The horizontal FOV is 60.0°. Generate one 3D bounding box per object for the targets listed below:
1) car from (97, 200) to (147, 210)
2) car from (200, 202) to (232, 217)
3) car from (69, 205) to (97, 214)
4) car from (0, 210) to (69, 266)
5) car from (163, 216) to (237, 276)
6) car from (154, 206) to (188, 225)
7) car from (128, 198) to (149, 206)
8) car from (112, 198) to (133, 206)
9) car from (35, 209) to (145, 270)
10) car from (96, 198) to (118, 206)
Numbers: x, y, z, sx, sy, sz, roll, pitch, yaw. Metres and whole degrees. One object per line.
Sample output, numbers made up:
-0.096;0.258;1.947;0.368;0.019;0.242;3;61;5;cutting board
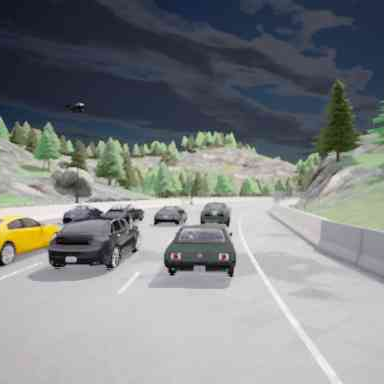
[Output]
-5.080;1.652;25.763;2.128;1.511;4.902;0;0;9;car
1.863;1.508;24.855;2.097;1.767;4.553;0;0;9;car
-8.503;1.729;26.498;1.994;1.385;4.181;0;0;9;car
-6.547;1.552;11.902;1.882;1.535;5.008;0;-1;5;car
0.366;1.668;10.601;1.895;1.301;4.718;0;0;4;car
-1.562;1.725;25.608;1.994;1.385;4.181;0;0;9;car
-10.305;1.877;64.213;1.882;1.535;5.008;0;0;18;car
-13.584;1.907;65.443;1.837;1.490;4.892;0;0;18;car
-3.077;1.577;11.395;1.837;1.490;4.892;0;0;4;car
-16.901;1.913;66.575;1.837;1.490;4.892;0;0;18;car
